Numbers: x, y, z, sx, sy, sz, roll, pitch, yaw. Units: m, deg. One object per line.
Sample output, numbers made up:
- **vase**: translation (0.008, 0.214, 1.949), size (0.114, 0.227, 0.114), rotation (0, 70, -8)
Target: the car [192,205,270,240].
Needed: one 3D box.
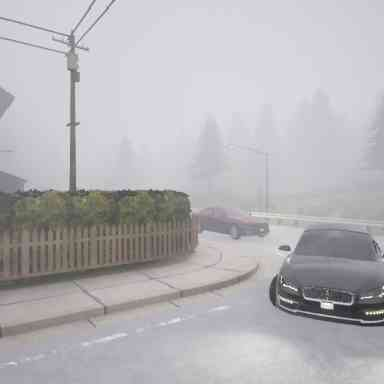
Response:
- **car**: translation (1.870, 1.478, 17.440), size (1.882, 1.535, 5.008), rotation (0, 0, -33)

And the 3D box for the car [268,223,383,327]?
- **car**: translation (3.168, 1.505, 7.304), size (1.837, 1.490, 4.892), rotation (0, 0, 27)
